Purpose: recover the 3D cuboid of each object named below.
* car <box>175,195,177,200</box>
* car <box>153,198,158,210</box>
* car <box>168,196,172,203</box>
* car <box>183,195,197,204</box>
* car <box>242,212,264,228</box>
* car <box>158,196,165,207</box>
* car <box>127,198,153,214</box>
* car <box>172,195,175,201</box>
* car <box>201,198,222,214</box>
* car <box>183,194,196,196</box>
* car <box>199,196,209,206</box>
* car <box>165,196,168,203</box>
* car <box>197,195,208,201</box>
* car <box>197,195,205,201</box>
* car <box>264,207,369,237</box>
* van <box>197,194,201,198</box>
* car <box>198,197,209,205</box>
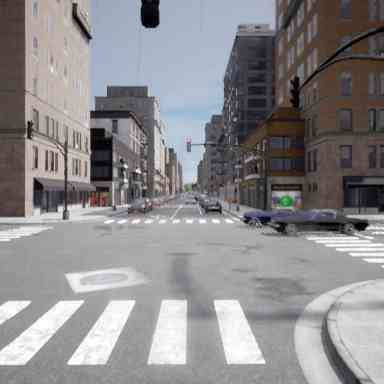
[{"bbox_3d":[-5.823,1.719,91.264,1.887,1.381,4.507,0,0,0],"label":"car"},{"bbox_3d":[-5.774,1.489,41.667,1.967,1.590,4.097,0,0,0],"label":"car"},{"bbox_3d":[-5.801,1.551,69.220,1.967,1.590,4.097,0,0,0],"label":"car"},{"bbox_3d":[-0.304,1.695,63.125,1.895,1.301,4.718,0,0,0],"label":"car"},{"bbox_3d":[5.596,1.593,21.303,4.718,1.301,1.895,-1,0,10],"label":"car"},{"bbox_3d":[-5.785,1.652,52.688,1.802,1.307,4.206,0,0,0],"label":"car"},{"bbox_3d":[-5.768,1.479,36.156,1.967,1.590,4.097,0,0,0],"label":"car"},{"bbox_3d":[-5.812,1.693,80.242,2.008,1.369,4.403,0,0,0],"label":"car"},{"bbox_3d":[2.257,1.605,36.163,1.947,1.339,4.313,0,0,0],"label":"car"},{"bbox_3d":[-0.416,1.662,73.434,2.033,1.411,5.357,0,0,0],"label":"car"},{"bbox_3d":[2.246,1.640,47.186,1.802,1.307,4.206,0,0,0],"label":"car"},{"bbox_3d":[-5.790,1.633,58.199,2.008,1.369,4.403,0,0,0],"label":"car"},{"bbox_3d":[2.240,1.636,52.696,1.947,1.339,4.313,0,0,0],"label":"car"},{"bbox_3d":[2.207,1.598,85.761,1.967,1.590,4.097,0,0,0],"label":"car"},{"bbox_3d":[6.462,1.577,17.416,4.718,1.301,1.895,0,0,0],"label":"car"},{"bbox_3d":[2.235,1.423,58.207,1.690,1.788,3.998,0,0,0],"label":"van"},{"bbox_3d":[2.229,1.646,63.718,2.008,1.369,4.403,0,0,0],"label":"car"}]
